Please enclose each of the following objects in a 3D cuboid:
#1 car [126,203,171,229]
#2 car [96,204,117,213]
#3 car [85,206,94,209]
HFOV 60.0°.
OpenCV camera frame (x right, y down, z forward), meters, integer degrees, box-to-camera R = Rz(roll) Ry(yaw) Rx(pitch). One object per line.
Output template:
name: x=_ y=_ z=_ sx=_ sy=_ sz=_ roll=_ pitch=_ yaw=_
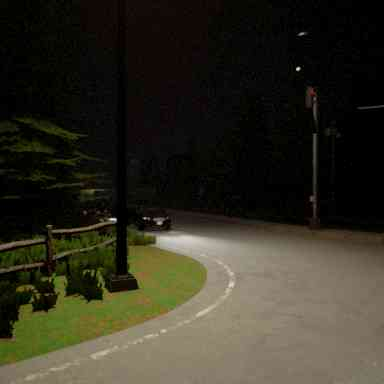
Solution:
car: x=-2.865 y=1.465 z=20.681 sx=2.128 sy=1.511 sz=4.902 roll=0 pitch=0 yaw=-26
car: x=-6.982 y=1.537 z=29.663 sx=1.994 sy=1.385 sz=4.181 roll=0 pitch=0 yaw=-24
car: x=-12.069 y=1.451 z=41.082 sx=1.882 sy=1.535 sz=5.008 roll=0 pitch=0 yaw=-24
